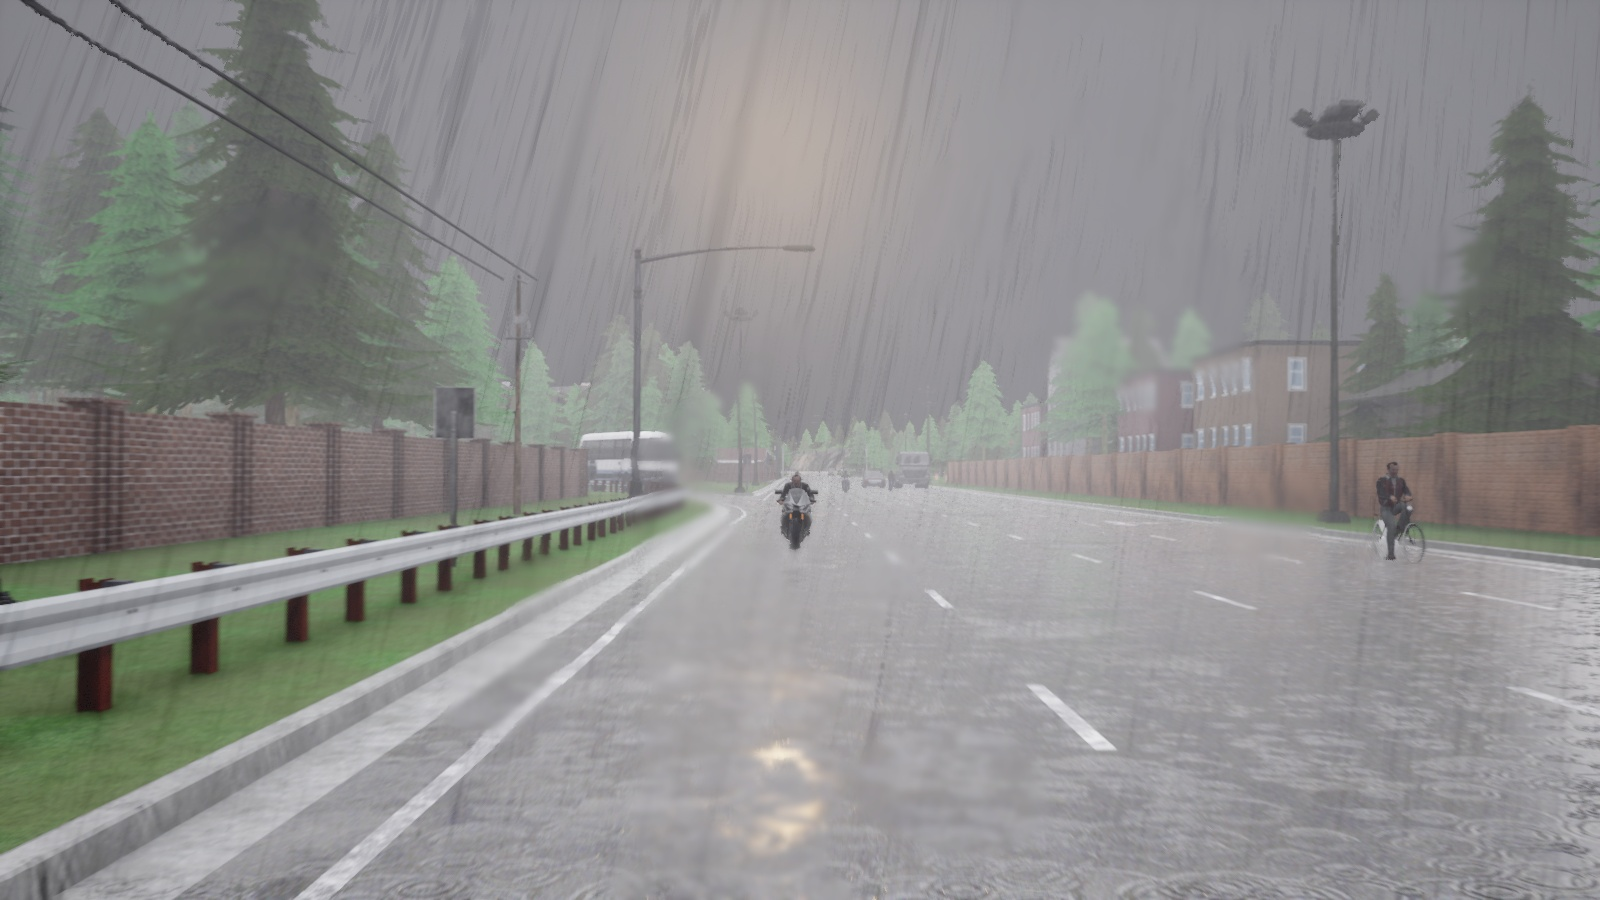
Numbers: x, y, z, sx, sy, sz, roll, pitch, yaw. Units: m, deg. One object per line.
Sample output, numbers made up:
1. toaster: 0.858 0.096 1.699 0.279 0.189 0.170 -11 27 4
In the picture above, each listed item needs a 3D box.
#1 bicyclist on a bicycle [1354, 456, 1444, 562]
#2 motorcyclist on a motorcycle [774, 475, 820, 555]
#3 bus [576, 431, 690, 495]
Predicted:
1. bicyclist on a bicycle: 10.446 1.009 21.974 0.659 1.776 1.843 0 -1 0
2. motorcyclist on a motorcycle: -0.061 1.270 25.244 0.866 1.530 2.191 0 -1 0
3. bus: -11.877 0.953 88.135 3.944 4.253 10.273 1 -1 -33
